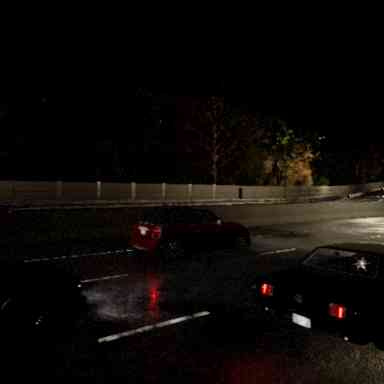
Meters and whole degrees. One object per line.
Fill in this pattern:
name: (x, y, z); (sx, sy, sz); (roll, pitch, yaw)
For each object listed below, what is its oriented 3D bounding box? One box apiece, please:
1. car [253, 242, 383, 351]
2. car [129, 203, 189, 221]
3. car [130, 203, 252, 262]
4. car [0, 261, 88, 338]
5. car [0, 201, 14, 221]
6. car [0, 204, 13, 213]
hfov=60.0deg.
car: (3.428, 1.613, 6.189); (4.718, 1.301, 1.895); (0, 0, -35)
car: (-2.722, 1.632, 27.839); (4.718, 1.301, 1.895); (0, 0, -35)
car: (0.093, 1.367, 12.410); (4.553, 1.767, 2.097); (0, 0, -35)
car: (-4.429, 1.546, 4.887); (5.357, 1.411, 2.033); (0, 0, -36)
car: (-16.950, 1.494, 26.293); (4.902, 1.511, 2.128); (0, 0, -35)
car: (-15.019, 1.566, 23.372); (4.181, 1.385, 1.994); (0, 0, -35)
